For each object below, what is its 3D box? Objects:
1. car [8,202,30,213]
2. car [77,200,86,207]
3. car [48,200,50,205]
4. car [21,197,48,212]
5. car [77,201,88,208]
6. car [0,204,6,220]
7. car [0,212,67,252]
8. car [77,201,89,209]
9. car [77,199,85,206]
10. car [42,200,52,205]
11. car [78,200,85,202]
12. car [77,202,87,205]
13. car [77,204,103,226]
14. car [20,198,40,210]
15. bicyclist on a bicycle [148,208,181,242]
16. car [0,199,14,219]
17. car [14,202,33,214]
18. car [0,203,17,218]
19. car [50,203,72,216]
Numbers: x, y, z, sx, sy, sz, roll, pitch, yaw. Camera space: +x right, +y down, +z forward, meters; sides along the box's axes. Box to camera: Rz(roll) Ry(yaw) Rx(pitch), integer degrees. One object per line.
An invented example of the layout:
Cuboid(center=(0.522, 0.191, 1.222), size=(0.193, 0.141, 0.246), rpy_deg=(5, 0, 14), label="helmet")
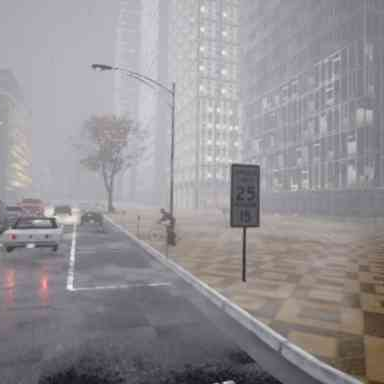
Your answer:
Cuboid(center=(-23.261, 2.033, 44.836), size=(1.947, 1.339, 4.313), rpy_deg=(3, -2, -19), label="car")
Cuboid(center=(-26.255, 2.643, 79.152), size=(1.967, 1.590, 4.097), rpy_deg=(3, -2, -19), label="car")
Cuboid(center=(-32.349, 2.191, 71.160), size=(2.192, 1.841, 5.009), rpy_deg=(3, -2, -19), label="car")
Cuboid(center=(-17.508, 1.621, 36.287), size=(2.150, 2.045, 5.566), rpy_deg=(2, -1, -18), label="car")
Cuboid(center=(-22.620, 2.590, 68.622), size=(2.008, 1.369, 4.403), rpy_deg=(3, -2, -19), label="car")
Cuboid(center=(-17.803, 1.791, 29.046), size=(1.947, 1.339, 4.313), rpy_deg=(3, -2, -19), label="car")
Cuboid(center=(-6.728, 1.744, 14.538), size=(1.895, 1.301, 4.718), rpy_deg=(2, -1, -19), label="car")
Cuboid(center=(-20.801, 2.508, 63.360), size=(2.008, 1.369, 4.403), rpy_deg=(3, -2, -19), label="car")
Cuboid(center=(-29.894, 2.808, 89.680), size=(1.967, 1.590, 4.097), rpy_deg=(3, -2, -19), label="car")
Cuboid(center=(-37.817, 2.689, 86.943), size=(1.947, 1.339, 4.313), rpy_deg=(3, -2, -19), label="car")
Cuboid(center=(-15.397, 2.240, 47.731), size=(1.752, 1.417, 4.829), rpy_deg=(3, -2, -19), label="car")
Cuboid(center=(-11.703, 2.101, 37.042), size=(2.008, 1.369, 4.403), rpy_deg=(3, -2, -19), label="car")
Cuboid(center=(-8.064, 1.940, 26.515), size=(2.008, 1.369, 4.403), rpy_deg=(3, -2, -19), label="car")
Cuboid(center=(-26.891, 1.945, 55.371), size=(2.192, 1.841, 5.009), rpy_deg=(3, -2, -19), label="car")
Cuboid(center=(-1.278, 1.600, 15.890), size=(1.656, 1.620, 0.582), rpy_deg=(1, -1, -19), label="bicyclist on a bicycle")
Cuboid(center=(-10.731, 1.318, 16.525), size=(2.150, 2.045, 5.566), rpy_deg=(2, -1, -19), label="car")
Cuboid(center=(-14.054, 1.769, 26.125), size=(1.812, 1.442, 4.674), rpy_deg=(2, -1, -19), label="car")
Cuboid(center=(-19.622, 1.856, 34.310), size=(2.008, 1.369, 4.403), rpy_deg=(3, -2, -19), label="car")
Cuboid(center=(-15.492, 2.008, 39.945), size=(1.882, 1.535, 5.008), rpy_deg=(2, -1, -19), label="car")
